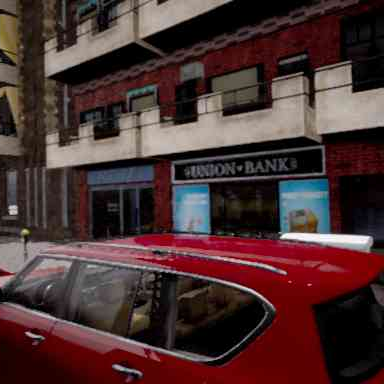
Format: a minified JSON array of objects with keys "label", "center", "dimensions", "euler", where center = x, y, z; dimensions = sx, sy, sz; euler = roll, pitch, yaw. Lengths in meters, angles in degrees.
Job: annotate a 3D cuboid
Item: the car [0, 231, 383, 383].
[{"label":"car","center":[-0.602,1.341,3.325],"dimensions":[5.009,1.841,2.192],"euler":[-1,-2,35]}]
